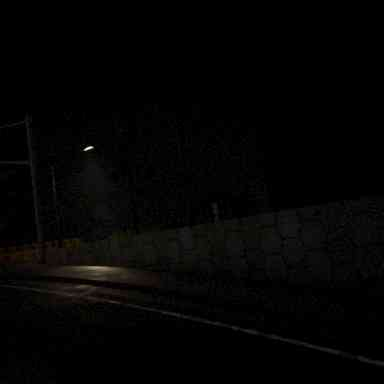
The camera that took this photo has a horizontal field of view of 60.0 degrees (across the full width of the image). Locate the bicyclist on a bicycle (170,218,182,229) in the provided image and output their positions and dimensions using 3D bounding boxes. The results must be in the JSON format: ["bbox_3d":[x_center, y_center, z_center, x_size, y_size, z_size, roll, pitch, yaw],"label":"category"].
[{"bbox_3d":[-1.316,2.911,27.267,1.656,1.620,0.582,-14,-8,36],"label":"bicyclist on a bicycle"}]
